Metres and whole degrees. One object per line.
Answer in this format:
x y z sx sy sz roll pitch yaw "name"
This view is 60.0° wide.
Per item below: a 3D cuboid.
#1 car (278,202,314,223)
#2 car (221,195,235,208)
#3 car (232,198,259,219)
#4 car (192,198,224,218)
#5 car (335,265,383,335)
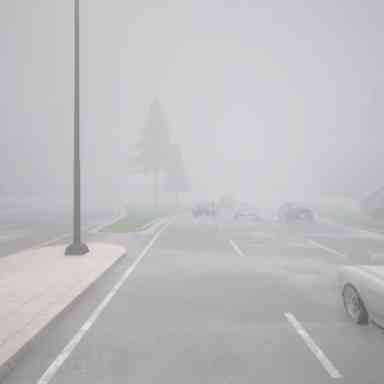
7.559 1.433 24.386 1.812 1.442 4.674 0 0 5 "car"
4.545 1.196 41.131 2.097 1.767 4.553 0 0 15 "car"
4.617 1.420 27.920 1.812 1.442 4.674 0 0 11 "car"
1.340 1.492 28.863 1.895 1.301 4.718 0 0 12 "car"
3.599 1.585 4.086 1.895 1.301 4.718 0 0 0 "car"
